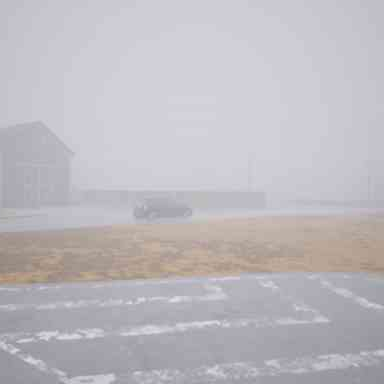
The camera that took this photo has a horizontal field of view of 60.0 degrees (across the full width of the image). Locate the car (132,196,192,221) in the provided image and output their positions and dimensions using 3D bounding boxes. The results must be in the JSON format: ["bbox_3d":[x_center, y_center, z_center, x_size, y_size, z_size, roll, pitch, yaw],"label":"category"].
[{"bbox_3d":[-2.152,1.161,25.257,4.553,1.767,2.097,0,0,-38],"label":"car"}]

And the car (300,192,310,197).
[{"bbox_3d":[29.641,1.401,87.147,2.242,1.667,4.611,1,0,35],"label":"car"}]
